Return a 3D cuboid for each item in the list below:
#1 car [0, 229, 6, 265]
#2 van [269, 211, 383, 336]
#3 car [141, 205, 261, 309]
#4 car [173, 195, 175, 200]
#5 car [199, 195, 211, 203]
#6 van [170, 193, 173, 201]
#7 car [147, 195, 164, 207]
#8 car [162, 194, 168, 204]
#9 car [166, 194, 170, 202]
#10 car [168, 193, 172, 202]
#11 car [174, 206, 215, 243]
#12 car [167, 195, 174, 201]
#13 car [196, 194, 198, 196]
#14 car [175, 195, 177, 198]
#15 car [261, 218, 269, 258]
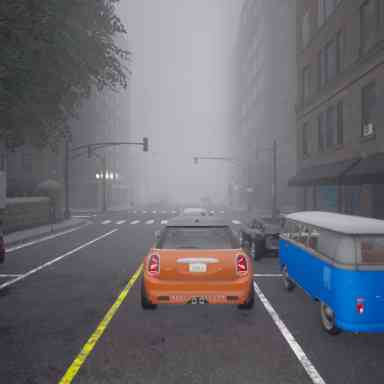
[{"bbox_3d":[-5.670,1.314,6.401,2.192,1.841,5.009,0,0,0],"label":"car"},{"bbox_3d":[2.855,1.340,6.443,1.690,1.788,3.998,0,0,0],"label":"van"},{"bbox_3d":[0.100,1.351,7.997,2.097,1.767,4.553,0,0,0],"label":"car"},{"bbox_3d":[-5.686,1.522,77.344,2.008,1.369,4.403,0,0,0],"label":"car"},{"bbox_3d":[2.841,1.409,66.480,1.967,1.590,4.097,0,0,0],"label":"car"},{"bbox_3d":[-5.686,1.311,71.893,1.690,1.788,3.998,0,0,0],"label":"van"},{"bbox_3d":[-5.680,1.497,49.920,1.752,1.417,4.829,0,0,0],"label":"car"},{"bbox_3d":[-5.681,1.521,55.541,2.008,1.369,4.403,0,0,0],"label":"car"},{"bbox_3d":[-5.682,1.514,60.992,1.887,1.381,4.507,0,0,0],"label":"car"},{"bbox_3d":[-5.684,1.514,66.443,1.887,1.381,4.507,0,0,0],"label":"car"},{"bbox_3d":[0.098,1.520,16.997,1.812,1.442,4.674,0,0,0],"label":"car"},{"bbox_3d":[-5.689,1.502,88.076,1.752,1.417,4.829,0,0,0],"label":"car"},{"bbox_3d":[2.835,1.506,93.893,1.752,1.417,4.829,0,0,0],"label":"car"},{"bbox_3d":[-5.688,1.289,82.795,2.192,1.841,5.009,0,0,0],"label":"car"},{"bbox_3d":[2.854,1.563,12.104,1.947,1.339,4.313,0,0,0],"label":"car"}]
